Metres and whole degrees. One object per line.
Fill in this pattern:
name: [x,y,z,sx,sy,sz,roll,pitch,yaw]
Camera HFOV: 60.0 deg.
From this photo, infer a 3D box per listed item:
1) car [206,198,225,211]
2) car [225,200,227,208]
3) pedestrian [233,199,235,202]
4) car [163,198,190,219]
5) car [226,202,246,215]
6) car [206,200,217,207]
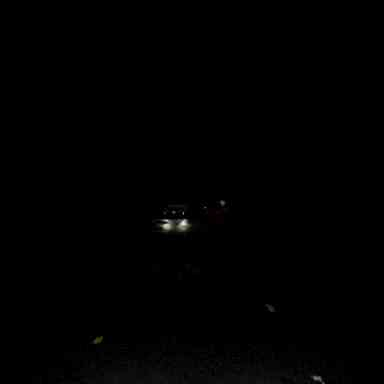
car: [3.435,2.000,51.419,2.097,1.767,4.553,0,-1,10]
car: [5.550,2.125,64.630,2.150,2.045,5.566,0,-1,10]
pedestrian: [5.415,1.784,42.518,0.375,1.860,0.375,-1,0,-9]
car: [-1.472,1.598,34.220,2.150,2.045,5.566,0,-1,5]
car: [5.451,1.883,40.138,1.970,1.475,3.806,0,-1,6]
car: [4.356,2.530,74.555,1.882,1.535,5.008,0,-1,11]
